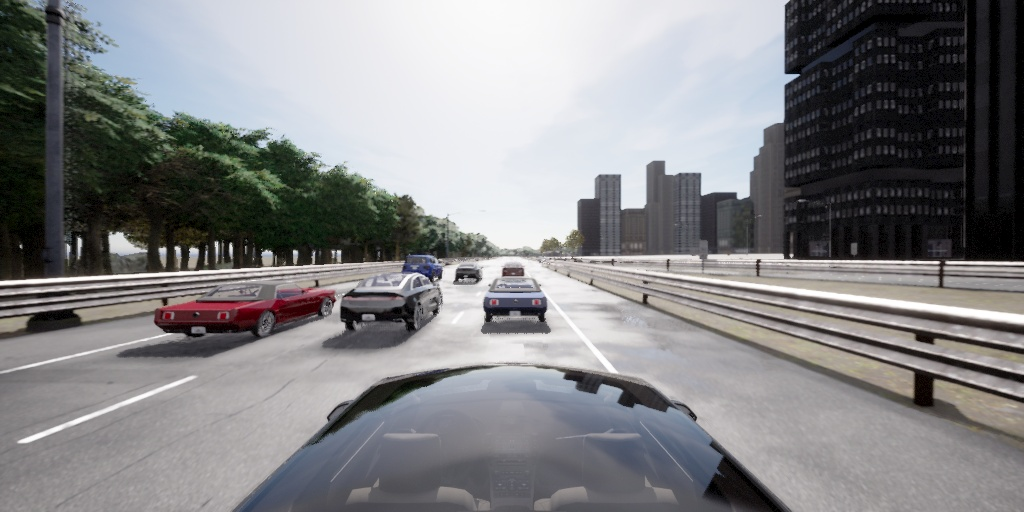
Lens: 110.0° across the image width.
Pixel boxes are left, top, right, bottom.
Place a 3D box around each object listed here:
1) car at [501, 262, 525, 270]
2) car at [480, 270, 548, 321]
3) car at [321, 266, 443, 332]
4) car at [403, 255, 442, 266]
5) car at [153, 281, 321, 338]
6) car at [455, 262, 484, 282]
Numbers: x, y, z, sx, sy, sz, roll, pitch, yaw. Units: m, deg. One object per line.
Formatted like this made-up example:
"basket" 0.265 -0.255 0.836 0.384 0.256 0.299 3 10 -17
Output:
"car" 0.102 1.214 30.277 1.882 1.535 5.008 0 0 0
"car" 0.100 1.350 12.422 1.895 1.301 4.718 0 0 0
"car" -3.399 1.241 10.923 2.128 1.511 4.902 0 0 0
"car" -6.898 0.960 28.121 2.150 2.045 5.566 0 0 0
"car" -6.901 1.350 10.122 1.895 1.301 4.718 0 0 0
"car" -3.398 1.243 28.771 1.837 1.490 4.892 0 0 0
